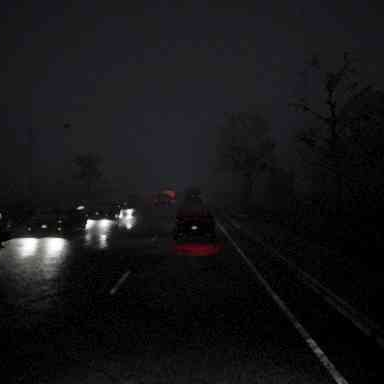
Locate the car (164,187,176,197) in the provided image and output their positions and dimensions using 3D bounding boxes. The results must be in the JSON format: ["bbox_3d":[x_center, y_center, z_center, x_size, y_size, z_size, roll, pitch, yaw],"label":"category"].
[{"bbox_3d":[-3.480,0.028,50.412,2.097,1.767,4.553,0,3,0],"label":"car"}]

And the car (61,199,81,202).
[{"bbox_3d":[-10.577,1.345,28.709,1.994,1.385,4.181,0,1,0],"label":"car"}]

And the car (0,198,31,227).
[{"bbox_3d":[-10.589,1.237,18.757,2.097,1.767,4.553,0,0,0],"label":"car"}]

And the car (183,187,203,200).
[{"bbox_3d":[0.117,0.432,41.207,2.150,2.045,5.566,0,4,0],"label":"car"}]

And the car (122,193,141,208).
[{"bbox_3d":[-7.030,0.900,37.718,2.128,1.511,4.902,0,3,0],"label":"car"}]

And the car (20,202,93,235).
[{"bbox_3d":[-7.100,1.453,17.927,1.994,1.385,4.181,0,0,-1],"label":"car"}]

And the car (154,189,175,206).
[{"bbox_3d":[-3.484,0.823,40.034,2.033,1.411,5.357,0,3,0],"label":"car"}]

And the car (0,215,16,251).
[{"bbox_3d":[-7.097,1.544,9.117,1.895,1.301,4.718,0,0,0],"label":"car"}]

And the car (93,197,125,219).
[{"bbox_3d":[-7.078,1.382,26.817,1.994,1.385,4.181,0,1,1],"label":"car"}]

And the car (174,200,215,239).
[{"bbox_3d":[0.106,1.374,16.803,1.882,1.535,5.008,0,0,0],"label":"car"}]
